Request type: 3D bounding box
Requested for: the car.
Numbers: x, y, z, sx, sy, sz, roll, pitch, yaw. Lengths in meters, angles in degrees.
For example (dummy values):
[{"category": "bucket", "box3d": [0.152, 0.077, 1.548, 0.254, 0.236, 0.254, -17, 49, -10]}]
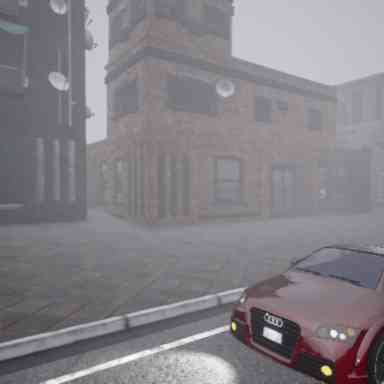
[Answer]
[{"category": "car", "box3d": [2.609, 1.562, 5.223, 4.181, 1.385, 1.994, 0, 0, -35]}]
